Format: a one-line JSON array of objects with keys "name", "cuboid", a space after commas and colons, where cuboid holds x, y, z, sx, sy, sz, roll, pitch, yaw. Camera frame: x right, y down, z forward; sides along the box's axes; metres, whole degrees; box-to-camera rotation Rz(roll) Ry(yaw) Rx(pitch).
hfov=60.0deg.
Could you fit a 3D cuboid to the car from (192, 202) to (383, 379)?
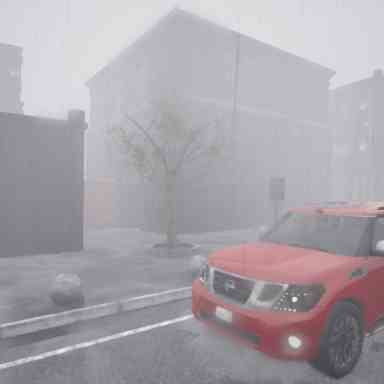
[{"name": "car", "cuboid": [2.662, 1.222, 5.883, 5.566, 2.045, 2.150, 0, 0, -35]}]
